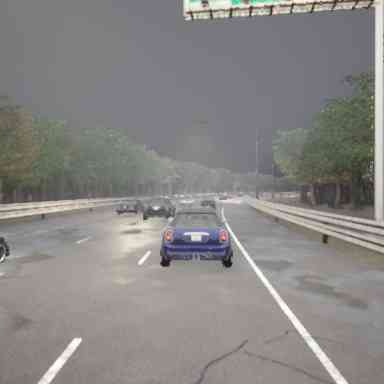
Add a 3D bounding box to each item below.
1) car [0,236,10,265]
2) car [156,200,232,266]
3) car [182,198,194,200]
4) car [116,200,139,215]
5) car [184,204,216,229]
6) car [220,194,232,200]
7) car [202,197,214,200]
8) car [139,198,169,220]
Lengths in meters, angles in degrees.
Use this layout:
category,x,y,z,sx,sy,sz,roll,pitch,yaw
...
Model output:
category,x,y,z,sx,sy,sz,roll,pitch,yaw
car,-6.809,1.531,8.878,1.994,1.385,4.181,0,0,1
car,0.180,1.330,11.604,2.097,1.767,4.553,0,0,2
car,-0.529,1.492,50.902,1.895,1.301,4.718,0,0,7
car,-5.830,1.466,32.510,2.033,1.411,5.357,0,0,5
car,0.603,1.557,22.444,1.895,1.301,4.718,0,0,3
car,8.050,1.319,83.402,2.128,1.511,4.902,0,0,11
car,2.044,1.421,41.685,1.837,1.490,4.892,0,0,6
car,-2.540,1.292,26.939,2.097,1.767,4.553,0,0,3
